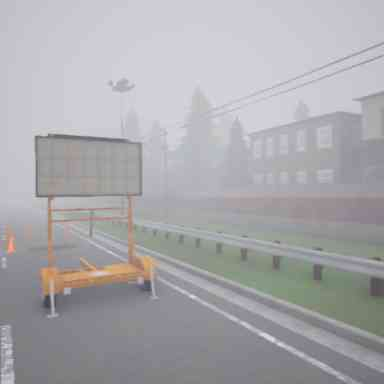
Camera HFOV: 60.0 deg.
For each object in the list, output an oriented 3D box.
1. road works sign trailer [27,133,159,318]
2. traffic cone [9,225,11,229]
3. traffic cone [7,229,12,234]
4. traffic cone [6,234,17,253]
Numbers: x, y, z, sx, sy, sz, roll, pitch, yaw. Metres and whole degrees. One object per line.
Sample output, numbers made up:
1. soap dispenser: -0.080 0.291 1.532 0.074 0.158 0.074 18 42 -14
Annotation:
1. road works sign trailer: -2.380 0.508 7.807 2.380 3.560 2.880 -1 0 -30
2. traffic cone: -9.084 2.103 16.637 0.340 0.580 0.340 -1 0 -30
3. traffic cone: -8.097 2.086 14.897 0.340 0.580 0.340 -1 0 -30
4. traffic cone: -7.110 2.070 13.158 0.340 0.580 0.340 -1 0 -30
